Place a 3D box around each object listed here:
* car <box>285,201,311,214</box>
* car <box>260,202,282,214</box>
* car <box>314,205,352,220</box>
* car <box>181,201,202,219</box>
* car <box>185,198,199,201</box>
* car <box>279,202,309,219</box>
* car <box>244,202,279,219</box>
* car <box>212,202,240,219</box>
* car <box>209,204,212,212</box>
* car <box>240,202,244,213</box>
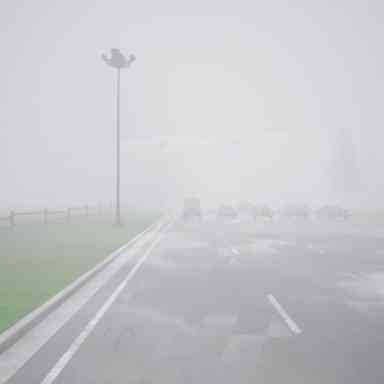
[{"bbox_3d":[13.990,2.047,44.085,1.837,1.490,4.892,0,0,0],"label":"car"},{"bbox_3d":[10.493,2.072,44.531,1.812,1.442,4.674,0,-1,0],"label":"car"},{"bbox_3d":[13.991,1.957,33.270,2.033,1.411,5.357,0,-1,0],"label":"car"},{"bbox_3d":[-0.007,1.915,33.425,1.837,1.490,4.892,0,-1,0],"label":"car"},{"bbox_3d":[-0.011,1.760,43.913,2.150,2.045,5.566,0,-1,0],"label":"car"},{"bbox_3d":[10.497,1.946,34.211,1.812,1.442,4.674,0,-1,0],"label":"car"},{"bbox_3d":[6.998,1.967,34.132,2.033,1.411,5.357,0,-1,0],"label":"car"},{"bbox_3d":[3.499,1.990,34.710,1.994,1.385,4.181,0,-1,0],"label":"car"},{"bbox_3d":[3.496,2.078,45.085,1.812,1.442,4.674,0,-1,0],"label":"car"},{"bbox_3d":[6.995,2.041,44.744,2.128,1.511,4.902,0,-1,0],"label":"car"}]
